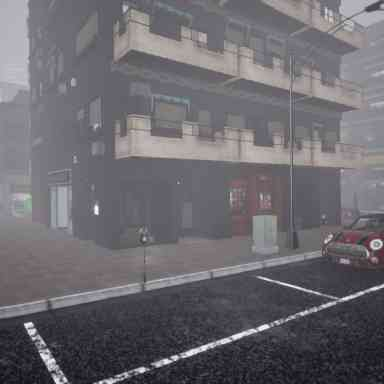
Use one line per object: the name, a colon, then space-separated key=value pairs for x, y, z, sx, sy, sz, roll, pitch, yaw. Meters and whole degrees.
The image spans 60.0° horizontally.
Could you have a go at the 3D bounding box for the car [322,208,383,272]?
car: x=5.938 y=1.437 z=10.582 sx=4.097 sy=1.590 sz=1.967 roll=0 pitch=-1 yaw=-36

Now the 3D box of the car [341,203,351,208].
car: x=12.976 y=1.589 z=30.285 sx=1.994 sy=1.385 sz=4.181 roll=-1 pitch=1 yaw=-36
